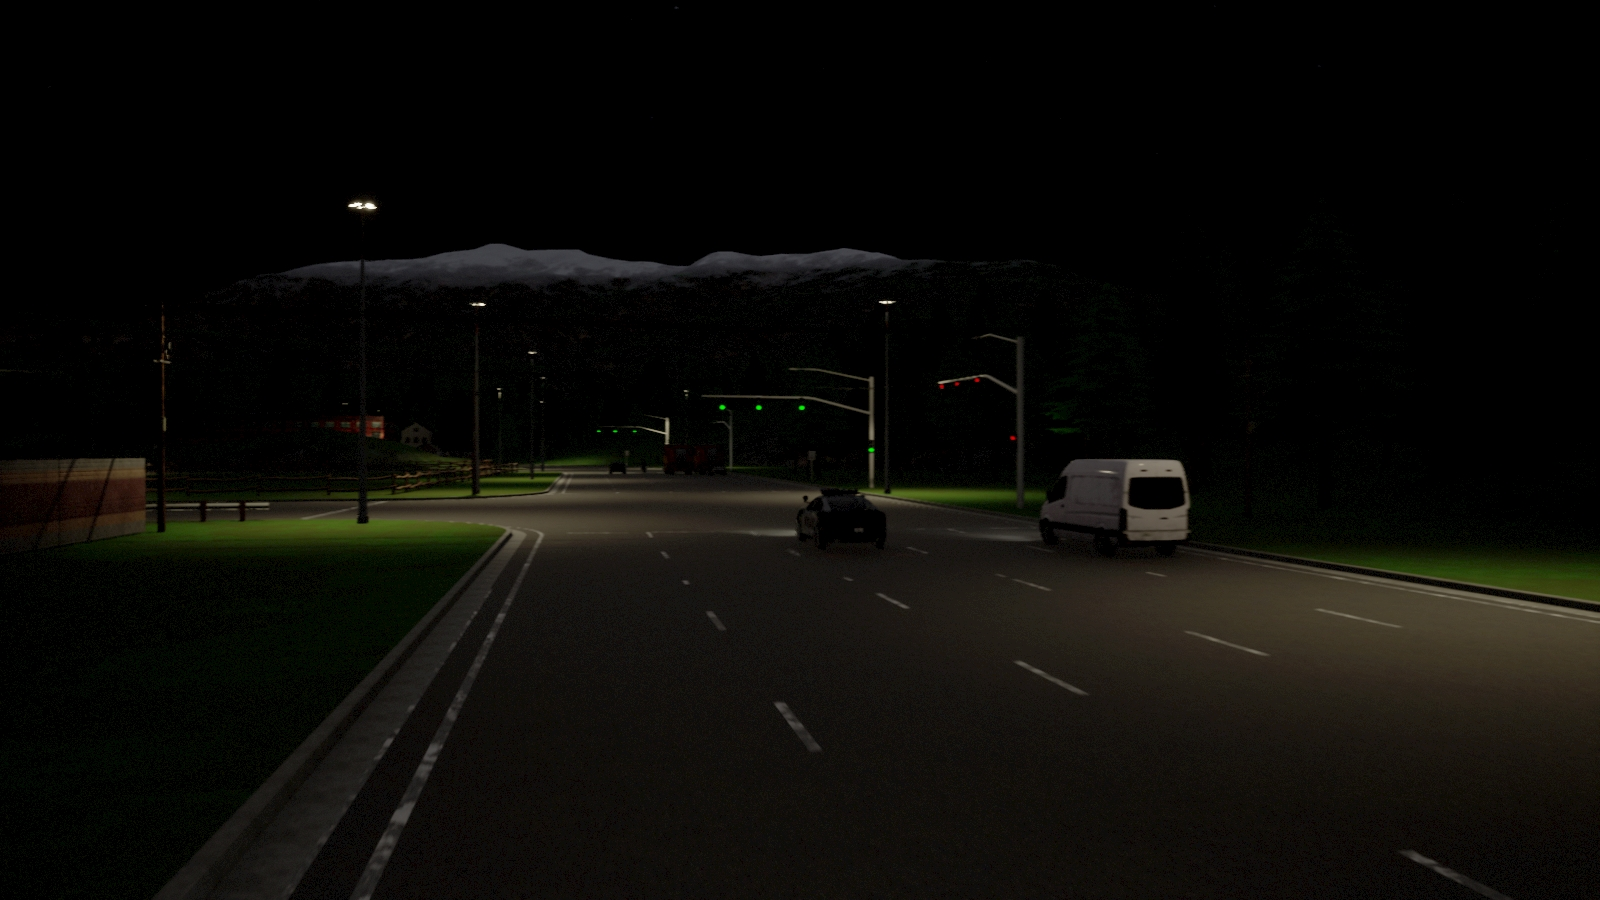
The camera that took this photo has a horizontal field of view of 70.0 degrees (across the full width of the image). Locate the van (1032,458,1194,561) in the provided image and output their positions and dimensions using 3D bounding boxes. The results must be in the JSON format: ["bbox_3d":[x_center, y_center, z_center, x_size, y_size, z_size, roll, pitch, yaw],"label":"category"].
[{"bbox_3d":[8.580,1.526,32.006,1.988,2.561,5.915,0,0,-11],"label":"van"}]

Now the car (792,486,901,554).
[{"bbox_3d":[1.258,1.981,33.716,2.097,1.638,5.238,0,0,-11],"label":"car"}]
